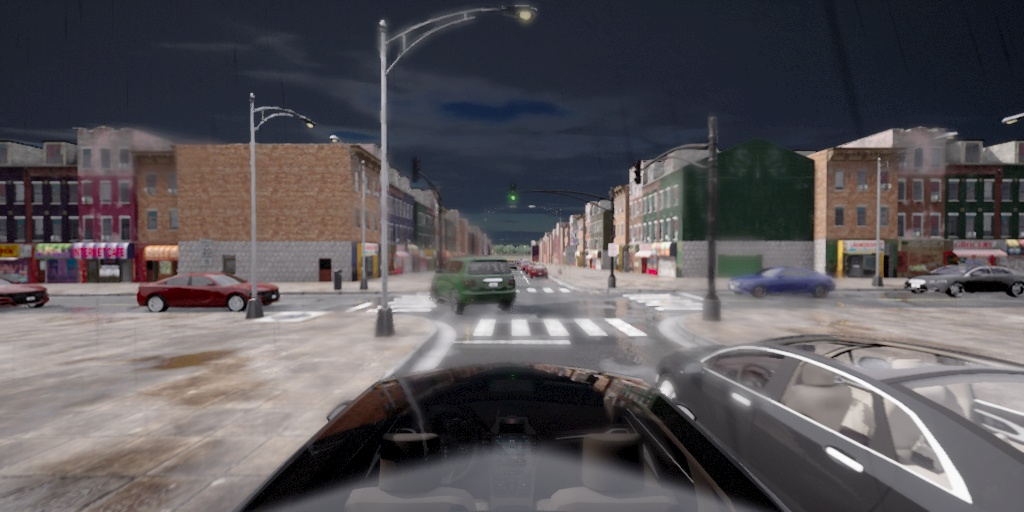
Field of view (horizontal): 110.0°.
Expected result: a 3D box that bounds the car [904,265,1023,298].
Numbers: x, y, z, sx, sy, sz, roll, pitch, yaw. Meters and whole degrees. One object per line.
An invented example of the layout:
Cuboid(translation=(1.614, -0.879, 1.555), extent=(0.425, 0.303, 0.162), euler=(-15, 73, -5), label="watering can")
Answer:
Cuboid(translation=(22.426, 1.201, 17.737), extent=(4.902, 1.511, 2.128), euler=(0, 1, 0), label="car")

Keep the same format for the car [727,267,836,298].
Cuboid(translation=(13.265, 1.273, 17.756), extent=(4.674, 1.442, 1.812), euler=(0, 1, 1), label="car")

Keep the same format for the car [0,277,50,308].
Cuboid(translation=(-22.325, 1.506, 14.775), extent=(5.008, 1.535, 1.882), euler=(-1, 1, 0), label="car")

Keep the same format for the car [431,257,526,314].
Cuboid(translation=(-1.733, 1.077, 14.684), extent=(2.150, 2.045, 5.566), euler=(0, 0, -24), label="car")

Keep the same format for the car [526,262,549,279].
Cuboid(translation=(2.618, 1.529, 35.273), extent=(1.888, 1.381, 4.507), euler=(0, 0, 0), label="car")

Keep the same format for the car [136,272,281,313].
Cuboid(translation=(-12.336, 1.429, 14.786), extent=(5.008, 1.535, 1.882), euler=(0, 1, -1), label="car")

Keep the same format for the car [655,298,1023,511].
Cuboid(translation=(2.636, 1.308, 2.829), extent=(2.007, 1.370, 4.403), euler=(0, 0, 0), label="car")
